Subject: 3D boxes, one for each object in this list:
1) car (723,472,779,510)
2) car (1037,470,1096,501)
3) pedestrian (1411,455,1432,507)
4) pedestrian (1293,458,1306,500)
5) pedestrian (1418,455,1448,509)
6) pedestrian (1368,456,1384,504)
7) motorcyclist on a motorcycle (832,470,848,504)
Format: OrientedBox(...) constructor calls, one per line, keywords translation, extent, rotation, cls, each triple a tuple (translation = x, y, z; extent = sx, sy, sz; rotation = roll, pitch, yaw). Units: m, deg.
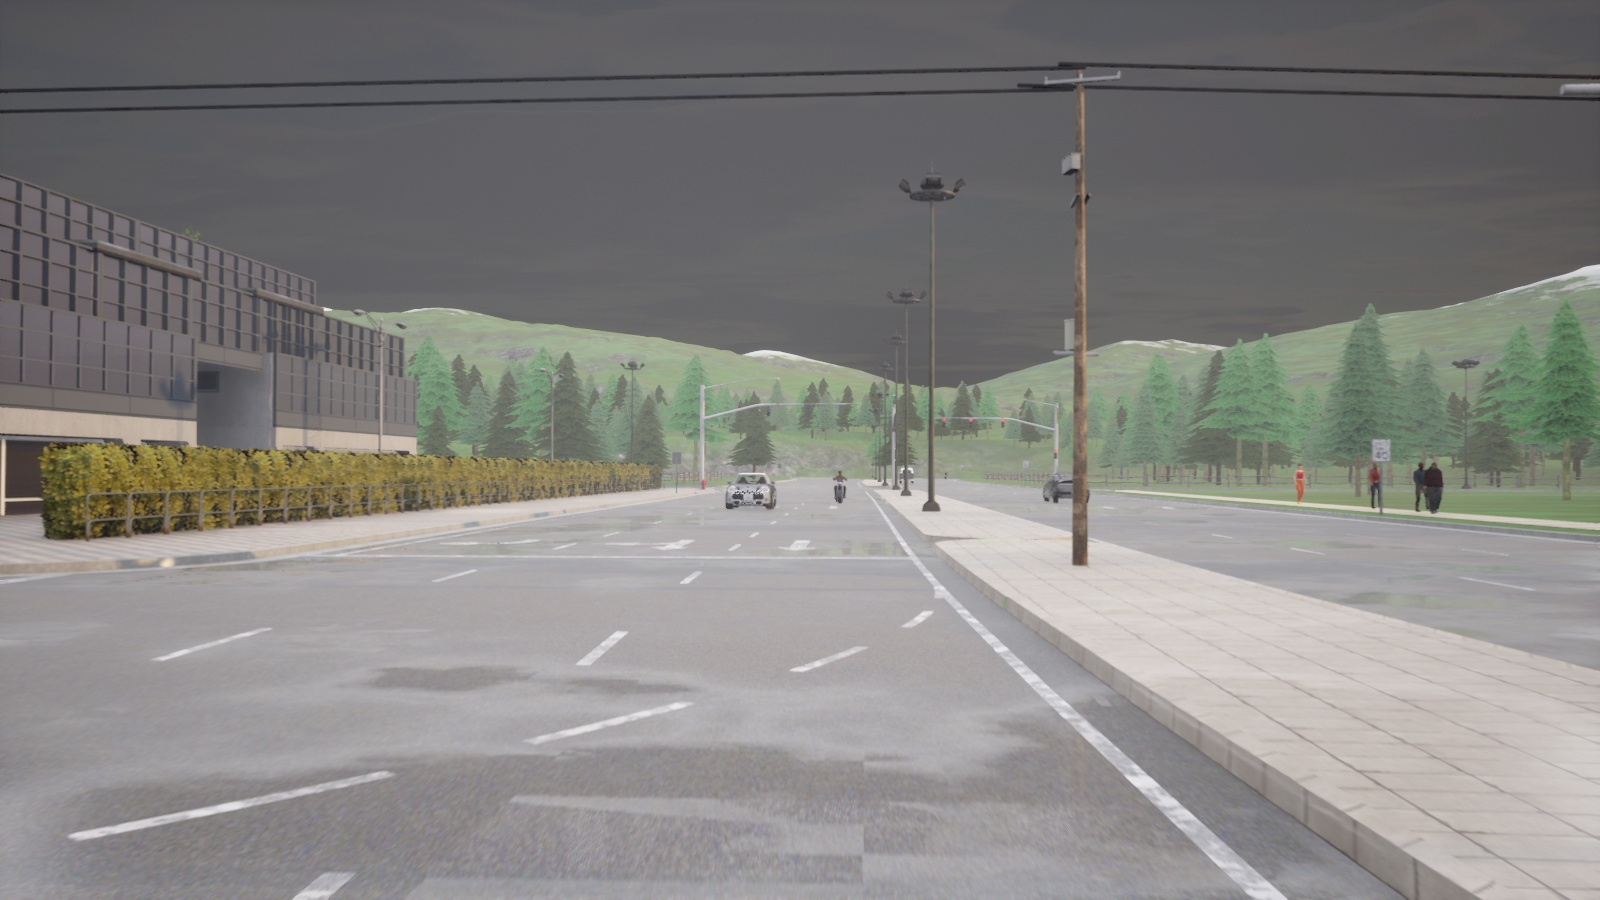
OrientedBox(translation=(-1.973, 1.647, 51.310), extent=(1.970, 1.475, 3.806), rotation=(0, -1, 2), cls="car")
OrientedBox(translation=(13.601, 1.792, 64.346), extent=(2.128, 1.511, 4.902), rotation=(0, -1, 2), cls="car")
OrientedBox(translation=(22.154, 1.113, 44.782), extent=(0.370, 1.835, 0.726), rotation=(0, -1, 1), cls="pedestrian")
OrientedBox(translation=(22.290, 1.301, 56.046), extent=(0.345, 1.836, 0.594), rotation=(0, -1, 3), cls="pedestrian")
OrientedBox(translation=(21.609, 1.083, 42.880), extent=(0.634, 1.844, 0.899), rotation=(0, -1, 6), cls="pedestrian")
OrientedBox(translation=(22.291, 1.177, 48.614), extent=(0.331, 1.846, 0.636), rotation=(0, -1, 4), cls="pedestrian")
OrientedBox(translation=(1.944, 1.777, 60.926), extent=(0.766, 1.649, 2.350), rotation=(0, -1, 2), cls="motorcyclist on a motorcycle")
